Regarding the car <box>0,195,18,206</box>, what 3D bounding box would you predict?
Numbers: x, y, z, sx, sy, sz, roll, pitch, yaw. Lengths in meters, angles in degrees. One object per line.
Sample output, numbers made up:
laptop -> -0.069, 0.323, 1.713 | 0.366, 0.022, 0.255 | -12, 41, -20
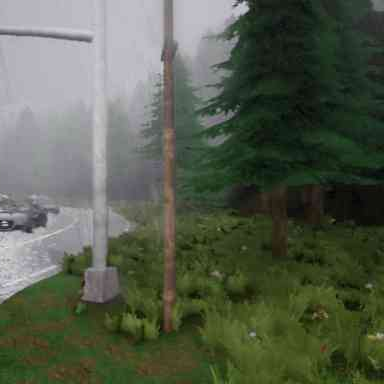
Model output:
car -> -28.094, 1.185, 48.750 | 5.008, 1.535, 1.882 | 0, 0, 24

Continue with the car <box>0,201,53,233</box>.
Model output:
car -> -9.397, 1.431, 18.237 | 1.994, 1.385, 4.181 | 0, 0, -8

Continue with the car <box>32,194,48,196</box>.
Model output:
car -> -20.032, 1.068, 43.173 | 4.553, 1.767, 2.097 | 0, 1, 44

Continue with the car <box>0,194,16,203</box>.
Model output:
car -> -24.398, 1.025, 42.429 | 5.008, 1.535, 1.882 | 0, 1, 39

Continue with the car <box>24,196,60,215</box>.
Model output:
car -> -13.508, 1.337, 30.260 | 2.033, 1.411, 5.357 | -1, 1, -34
